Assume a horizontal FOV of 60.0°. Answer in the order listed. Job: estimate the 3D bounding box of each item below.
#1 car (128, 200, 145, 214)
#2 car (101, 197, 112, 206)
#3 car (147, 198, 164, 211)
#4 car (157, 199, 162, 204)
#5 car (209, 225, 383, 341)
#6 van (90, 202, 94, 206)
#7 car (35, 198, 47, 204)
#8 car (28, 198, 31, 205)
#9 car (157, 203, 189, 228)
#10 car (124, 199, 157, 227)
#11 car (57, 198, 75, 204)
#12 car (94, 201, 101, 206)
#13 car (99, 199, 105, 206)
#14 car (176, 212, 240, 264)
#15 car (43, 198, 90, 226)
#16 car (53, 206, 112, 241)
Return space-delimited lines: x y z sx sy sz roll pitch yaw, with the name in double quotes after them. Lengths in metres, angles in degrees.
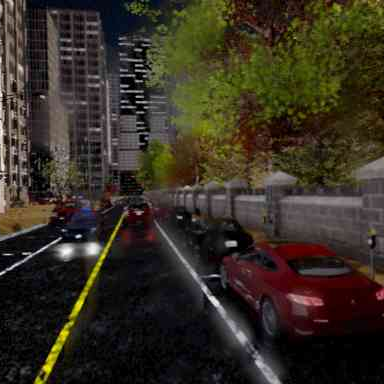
-6.670 1.759 40.204 1.837 1.490 4.892 -2 1 -10 "car"
-15.515 1.845 59.679 2.192 1.841 5.009 -2 0 -10 "car"
-4.897 1.647 44.577 1.967 1.590 4.097 -2 0 -10 "car"
-2.995 1.721 33.641 1.802 1.307 4.206 -2 0 -10 "car"
1.747 1.542 6.300 1.802 1.307 4.206 -2 0 -10 "car"
-10.922 1.706 32.359 1.690 1.788 3.998 -2 0 -10 "van"
-38.089 2.388 85.536 4.097 1.590 1.967 -1 -1 -9 "car"
-43.554 2.353 84.703 5.009 1.841 2.192 -1 -1 -9 "car"
-1.099 1.635 22.704 1.947 1.339 4.313 -2 0 -10 "car"
-3.964 1.506 24.705 2.097 1.767 4.553 -2 0 -10 "car"
-32.626 2.298 86.370 4.097 1.590 1.967 -1 -1 -9 "car"
-11.862 1.981 37.817 1.802 1.307 4.206 -2 0 -10 "car"
-12.781 1.957 43.109 1.752 1.417 4.829 -2 0 -10 "car"
0.798 1.563 11.768 1.947 1.339 4.313 -2 0 -10 "car"
-9.976 1.645 26.899 2.192 1.841 5.009 -2 0 -10 "car"
-5.850 1.746 18.486 2.033 1.411 5.357 -2 0 -10 "car"
